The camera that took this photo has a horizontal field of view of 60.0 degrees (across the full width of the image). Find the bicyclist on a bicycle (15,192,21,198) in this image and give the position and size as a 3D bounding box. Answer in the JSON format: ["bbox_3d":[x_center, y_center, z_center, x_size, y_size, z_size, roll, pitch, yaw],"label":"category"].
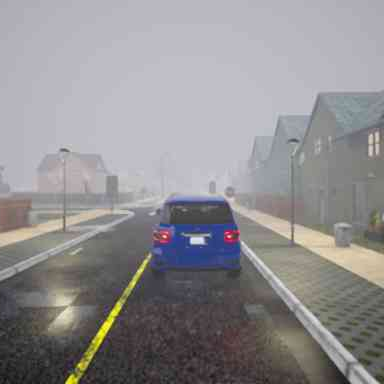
[{"bbox_3d":[-20.308,0.857,38.791,0.582,1.620,1.656,0,0,-1],"label":"bicyclist on a bicycle"}]

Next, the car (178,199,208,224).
[{"bbox_3d":[0.040,1.239,22.676,1.812,1.442,4.674,0,1,0],"label":"car"}]

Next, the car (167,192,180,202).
[{"bbox_3d":[-2.957,0.822,54.768,1.837,1.490,4.892,0,1,0],"label":"car"}]

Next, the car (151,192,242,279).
[{"bbox_3d":[0.078,1.098,9.807,2.150,2.045,5.566,0,1,-1],"label":"car"}]

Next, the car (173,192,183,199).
[{"bbox_3d":[-2.923,0.659,69.899,1.812,1.442,4.674,0,1,0],"label":"car"}]
